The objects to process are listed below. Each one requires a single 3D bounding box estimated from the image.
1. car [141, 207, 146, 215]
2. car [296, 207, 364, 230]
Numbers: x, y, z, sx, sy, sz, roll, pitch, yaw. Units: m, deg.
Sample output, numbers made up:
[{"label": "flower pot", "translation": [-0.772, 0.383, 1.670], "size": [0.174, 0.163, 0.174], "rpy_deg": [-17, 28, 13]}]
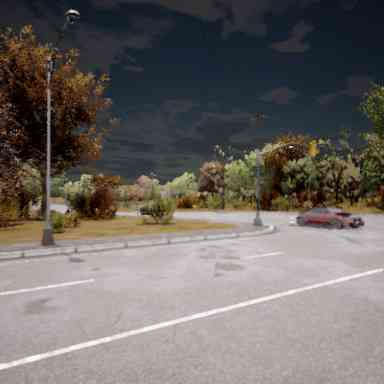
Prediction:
[{"label": "car", "translation": [-5.069, 2.263, 43.923], "size": [2.097, 1.767, 4.553], "rpy_deg": [0, -3, -32]}, {"label": "car", "translation": [8.971, 1.662, 21.865], "size": [1.994, 1.385, 4.181], "rpy_deg": [0, -1, -32]}]
